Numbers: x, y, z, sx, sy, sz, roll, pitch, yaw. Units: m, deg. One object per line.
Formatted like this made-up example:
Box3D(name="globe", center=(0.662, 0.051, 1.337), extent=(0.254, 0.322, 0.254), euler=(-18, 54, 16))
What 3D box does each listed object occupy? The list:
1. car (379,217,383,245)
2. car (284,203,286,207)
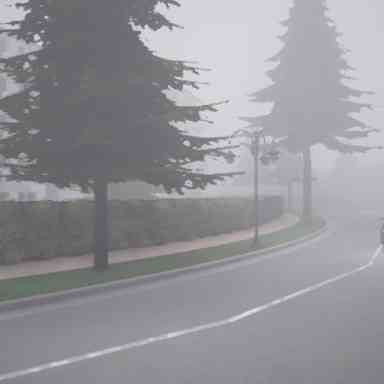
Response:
Box3D(name="car", center=(9.917, 1.556, 15.443), extent=(1.882, 1.535, 5.008), euler=(0, 0, 31))
Box3D(name="car", center=(14.518, 1.871, 57.727), extent=(1.837, 1.490, 4.892), euler=(0, 0, -15))
